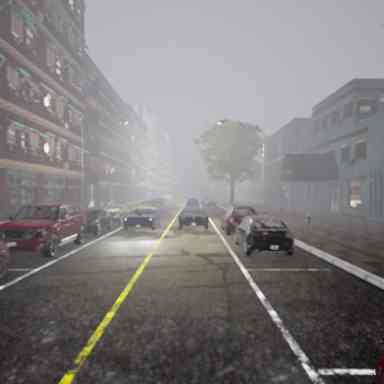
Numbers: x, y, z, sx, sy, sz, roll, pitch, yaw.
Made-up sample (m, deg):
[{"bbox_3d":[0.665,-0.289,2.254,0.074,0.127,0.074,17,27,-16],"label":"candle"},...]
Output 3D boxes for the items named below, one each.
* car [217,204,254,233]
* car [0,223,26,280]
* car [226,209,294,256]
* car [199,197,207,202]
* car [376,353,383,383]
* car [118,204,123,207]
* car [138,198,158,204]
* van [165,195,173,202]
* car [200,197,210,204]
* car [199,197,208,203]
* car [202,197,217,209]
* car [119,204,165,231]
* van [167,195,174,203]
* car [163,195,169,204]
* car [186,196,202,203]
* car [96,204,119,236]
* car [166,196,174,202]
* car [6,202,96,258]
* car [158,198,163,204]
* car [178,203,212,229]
[{"bbox_3d":[2.689,1.477,18.729,1.967,1.590,4.097,0,0,0],"label":"car"},{"bbox_3d":[-5.691,1.595,7.337,1.802,1.307,4.206,0,0,0],"label":"car"},{"bbox_3d":[2.689,1.575,13.032,2.008,1.369,4.403,0,0,0],"label":"car"},{"bbox_3d":[2.687,1.800,81.392,1.947,1.339,4.313,0,0,0],"label":"car"},{"bbox_3d":[2.689,1.585,1.639,1.802,1.307,4.206,0,0,0],"label":"car"},{"bbox_3d":[-5.692,1.602,24.426,2.008,1.369,4.403,0,0,0],"label":"car"},{"bbox_3d":[-5.693,1.621,41.348,1.752,1.417,4.829,0,0,0],"label":"car"},{"bbox_3d":[-5.695,1.575,81.395,1.690,1.788,3.998,0,0,0],"label":"van"},{"bbox_3d":[2.687,1.771,69.998,1.802,1.307,4.206,0,0,0],"label":"car"},{"bbox_3d":[2.687,1.756,75.695,1.887,1.381,4.507,0,0,0],"label":"car"},{"bbox_3d":[2.688,1.663,47.213,2.008,1.369,4.403,0,0,0],"label":"car"},{"bbox_3d":[-3.068,1.644,21.161,1.895,1.301,4.718,0,0,0],"label":"car"},{"bbox_3d":[-5.695,1.552,75.699,1.690,1.788,3.998,0,0,0],"label":"van"},{"bbox_3d":[-5.693,1.714,58.607,1.947,1.339,4.313,0,0,0],"label":"car"},{"bbox_3d":[0.099,1.587,46.228,1.882,1.535,5.008,0,0,0],"label":"car"},{"bbox_3d":[-5.692,1.603,18.730,1.947,1.339,4.313,0,0,0],"label":"car"},{"bbox_3d":[-5.694,1.840,87.092,1.802,1.307,4.206,0,0,0],"label":"car"},{"bbox_3d":[-5.692,1.339,13.034,2.192,1.841,5.009,0,0,0],"label":"car"},{"bbox_3d":[-5.692,1.657,47.215,1.887,1.381,4.507,0,0,0],"label":"car"},{"bbox_3d":[0.101,1.646,22.171,1.895,1.301,4.718,0,0,0],"label":"car"}]
